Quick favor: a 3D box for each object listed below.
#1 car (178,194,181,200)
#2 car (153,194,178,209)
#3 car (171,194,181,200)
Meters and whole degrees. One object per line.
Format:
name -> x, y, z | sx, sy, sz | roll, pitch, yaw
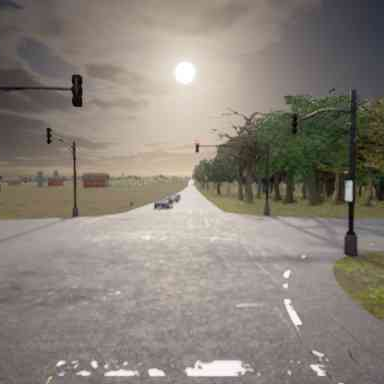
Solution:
car -> -3.427, 1.103, 59.658 | 2.128, 1.511, 4.902 | 0, 0, 1
car -> -3.497, 1.319, 41.809 | 2.033, 1.411, 5.357 | 0, 0, 5
car -> -3.373, 1.072, 71.013 | 1.895, 1.301, 4.718 | 0, 1, 0
